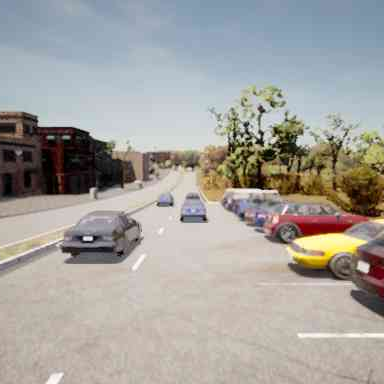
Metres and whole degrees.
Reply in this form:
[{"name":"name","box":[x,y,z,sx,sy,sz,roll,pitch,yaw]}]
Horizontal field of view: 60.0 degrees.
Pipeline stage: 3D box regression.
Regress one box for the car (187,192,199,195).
[{"name":"car","box":[0.098,0.802,41.611,1.837,1.490,4.892,0,2,0]}]

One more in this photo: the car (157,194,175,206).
[{"name":"car","box":[-3.149,0.886,40.166,2.033,1.411,5.357,0,2,0]}]

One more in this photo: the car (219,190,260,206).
[{"name":"car","box":[5.569,0.717,39.340,4.553,1.767,2.185,0,2,0]}]

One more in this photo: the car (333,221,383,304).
[{"name":"car","box":[5.567,1.456,6.284,4.792,1.488,2.163,0,1,0]}]

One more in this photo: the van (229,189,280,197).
[{"name":"van","box":[5.655,0.873,28.319,4.442,1.987,1.878,0,1,0]}]

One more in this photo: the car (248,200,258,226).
[{"name":"car","box":[5.536,1.330,17.308,4.674,1.452,2.002,0,1,0]}]

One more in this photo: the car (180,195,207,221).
[{"name":"car","box":[0.087,1.244,24.265,2.033,1.411,5.357,0,1,0]}]

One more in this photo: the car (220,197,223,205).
[{"name":"car","box":[5.533,0.982,33.834,4.892,1.521,2.231,0,1,0]}]

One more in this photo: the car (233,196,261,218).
[{"name":"car","box":[5.509,1.232,22.819,4.792,1.488,2.163,0,1,0]}]

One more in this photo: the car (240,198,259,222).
[{"name":"car","box":[5.541,1.287,20.062,4.674,1.452,2.002,0,1,0]}]

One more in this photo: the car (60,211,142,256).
[{"name":"car","box":[-3.155,1.423,12.547,2.033,1.411,5.357,0,1,0]}]

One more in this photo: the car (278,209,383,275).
[{"name":"car","box":[5.353,1.394,9.043,5.366,1.575,1.946,0,1,0]}]

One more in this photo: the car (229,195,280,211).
[{"name":"car","box":[5.568,1.180,25.571,4.792,1.488,2.163,0,1,0]}]

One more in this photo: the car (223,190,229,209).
[{"name":"car","box":[5.508,0.915,31.205,4.553,1.767,2.185,0,1,0]}]

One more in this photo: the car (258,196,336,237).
[{"name":"car","box":[5.508,1.206,14.545,4.553,1.767,2.185,0,1,0]}]
